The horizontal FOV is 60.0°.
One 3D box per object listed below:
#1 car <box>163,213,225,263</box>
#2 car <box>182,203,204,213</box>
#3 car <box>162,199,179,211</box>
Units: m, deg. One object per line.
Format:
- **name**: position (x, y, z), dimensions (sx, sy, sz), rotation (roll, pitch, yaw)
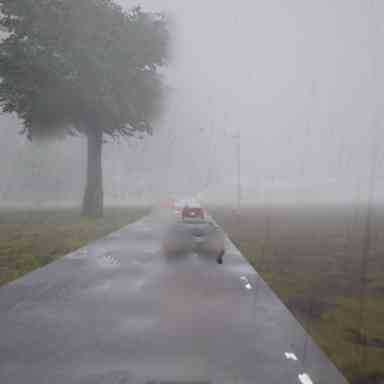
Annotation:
- **car**: position (0.072, 1.689, 12.255), dimensions (1.895, 1.301, 4.718), rotation (0, 0, 0)
- **car**: position (0.070, 1.703, 30.608), dimensions (1.882, 1.535, 5.008), rotation (0, 0, 0)
- **car**: position (-2.861, 1.709, 45.784), dimensions (2.097, 1.767, 4.553), rotation (0, 0, 0)
